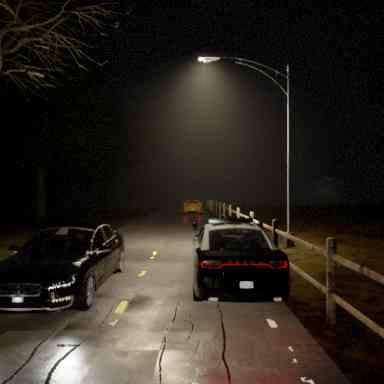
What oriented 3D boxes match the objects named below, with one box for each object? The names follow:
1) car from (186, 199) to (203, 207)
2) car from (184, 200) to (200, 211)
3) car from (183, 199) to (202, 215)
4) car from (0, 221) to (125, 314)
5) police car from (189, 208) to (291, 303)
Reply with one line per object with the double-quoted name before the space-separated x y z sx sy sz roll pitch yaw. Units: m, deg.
"car" 0.548 2.228 67.000 1.812 1.442 4.674 -1 -1 21
"car" 0.011 1.812 45.815 2.033 1.411 5.357 0 -1 1
"car" 0.068 1.598 35.950 1.882 1.535 5.008 0 -1 0
"car" -2.852 1.512 7.868 1.837 1.490 4.892 0 0 0
"police car" 0.960 1.434 8.443 1.930 1.638 5.238 0 0 0
